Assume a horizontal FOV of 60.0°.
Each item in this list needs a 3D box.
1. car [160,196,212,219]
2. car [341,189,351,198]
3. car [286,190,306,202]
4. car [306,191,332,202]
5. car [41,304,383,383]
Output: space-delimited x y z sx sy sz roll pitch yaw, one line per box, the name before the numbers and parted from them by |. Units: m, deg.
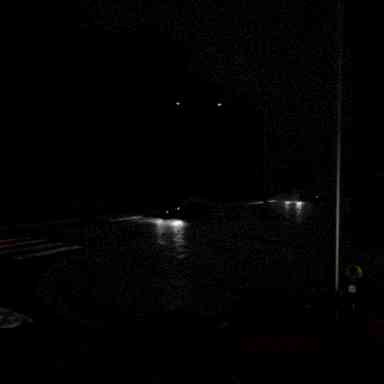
car | -0.304 1.003 23.957 1.812 1.442 4.674 1 2 35
car | 24.142 0.228 53.328 2.033 1.411 5.357 1 2 36
car | 14.008 0.449 44.034 1.812 1.442 4.674 1 2 36
car | 16.656 0.525 42.774 1.994 1.385 4.181 1 2 36
car | 0.729 1.544 2.274 4.507 1.381 1.887 0 1 35
